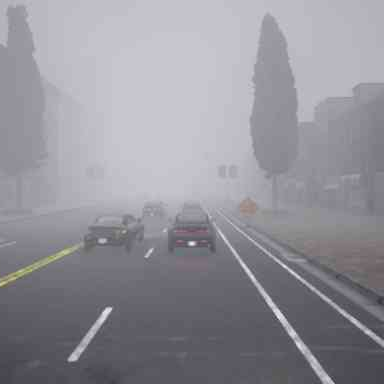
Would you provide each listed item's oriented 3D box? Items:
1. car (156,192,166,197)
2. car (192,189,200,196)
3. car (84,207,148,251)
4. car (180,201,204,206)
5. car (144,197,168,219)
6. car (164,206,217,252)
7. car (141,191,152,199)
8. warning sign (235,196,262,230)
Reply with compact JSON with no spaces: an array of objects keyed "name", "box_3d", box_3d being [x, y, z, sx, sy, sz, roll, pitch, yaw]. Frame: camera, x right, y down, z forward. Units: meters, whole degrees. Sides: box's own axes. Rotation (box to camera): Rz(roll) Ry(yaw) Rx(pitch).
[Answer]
[{"name":"car","box_3d":[-6.500,0.700,71.002,2.033,1.411,5.357,0,1,0]},{"name":"car","box_3d":[1.138,0.049,89.021,2.097,1.767,4.553,0,1,0]},{"name":"car","box_3d":[-3.246,1.594,14.369,1.812,1.442,4.674,0,0,0]},{"name":"car","box_3d":[0.004,1.520,29.288,1.837,1.490,4.892,0,1,0]},{"name":"car","box_3d":[-3.246,1.520,29.286,1.837,1.490,4.892,0,1,0]},{"name":"car","box_3d":[0.004,1.576,14.299,1.837,1.490,4.892,0,0,0]},{"name":"car","box_3d":[-9.750,0.660,71.001,1.837,1.490,4.892,0,1,0]},{"name":"warning sign","box_3d":[3.212,1.185,19.064,1.300,1.860,1.060,-1,-1,0]}]
